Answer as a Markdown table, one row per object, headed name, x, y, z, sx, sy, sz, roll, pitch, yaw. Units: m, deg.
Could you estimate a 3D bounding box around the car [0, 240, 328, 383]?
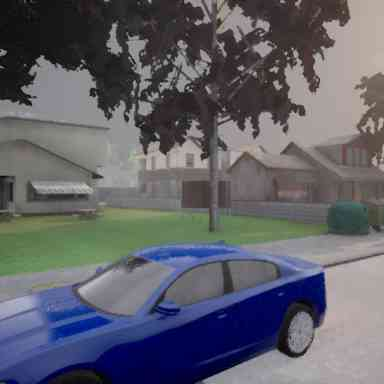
| name | x | y | z | sx | sy | sz | roll | pitch | yaw |
| --- | --- | --- | --- | --- | --- | --- | --- | --- | --- |
| car | -0.232 | 1.477 | 4.441 | 5.008 | 1.535 | 1.882 | 0 | 0 | -36 |
